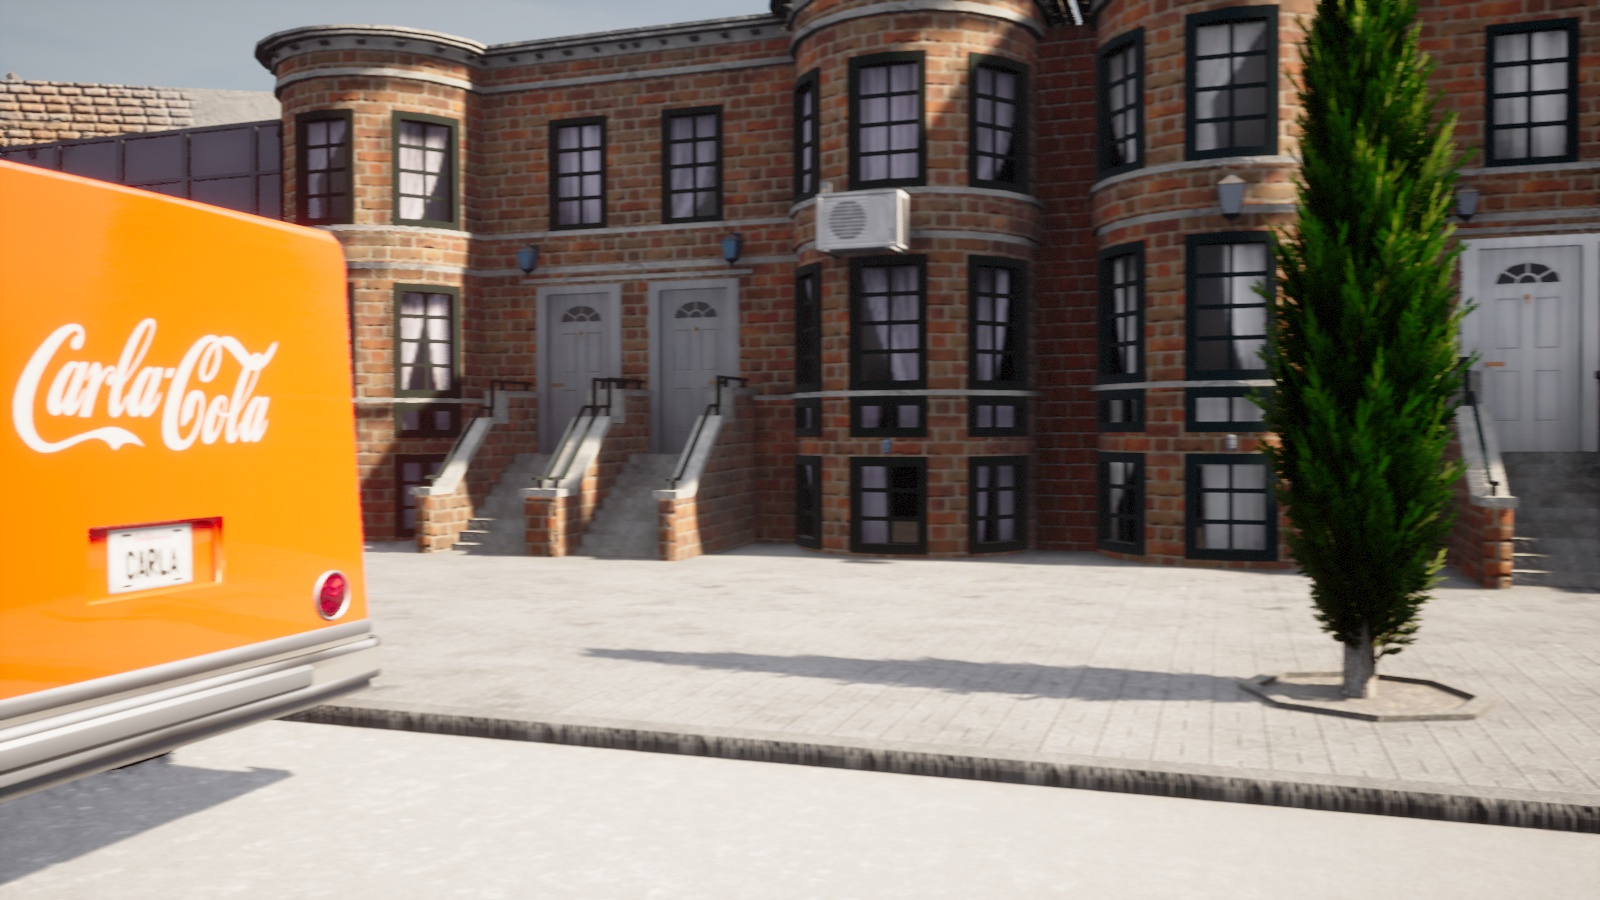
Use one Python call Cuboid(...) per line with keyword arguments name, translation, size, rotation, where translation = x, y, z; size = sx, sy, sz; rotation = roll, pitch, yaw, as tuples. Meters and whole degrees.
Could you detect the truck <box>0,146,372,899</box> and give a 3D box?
Cuboid(name="truck", translation=(-4.848, 0.236, 5.342), size=(5.204, 2.467, 2.627), rotation=(1, 1, 19))
